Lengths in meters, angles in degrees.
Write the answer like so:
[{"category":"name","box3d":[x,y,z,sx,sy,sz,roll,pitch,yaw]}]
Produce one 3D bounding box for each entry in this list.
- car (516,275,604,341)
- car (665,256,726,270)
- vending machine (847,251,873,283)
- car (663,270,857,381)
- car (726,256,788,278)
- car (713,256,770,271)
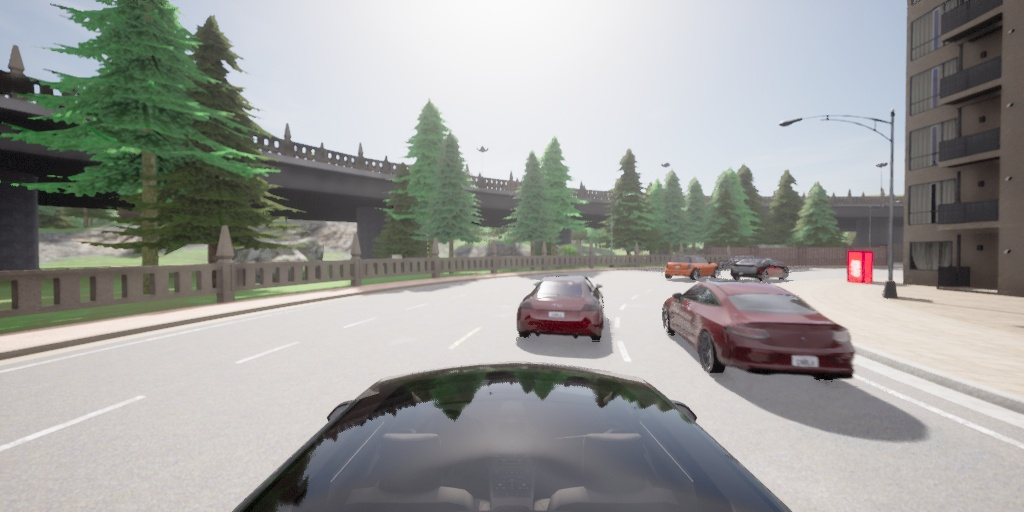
[{"category":"car","box3d":[1.457,1.203,9.664,1.994,1.385,4.181,0,1,14]},{"category":"car","box3d":[13.195,0.760,26.107,4.553,1.767,2.097,-1,1,-36]},{"category":"vending machine","box3d":[20.541,0.672,21.184,0.880,2.100,1.100,0,0,-26]},{"category":"car","box3d":[4.343,1.200,7.046,1.812,1.442,4.674,0,1,11]},{"category":"car","box3d":[16.892,0.923,24.427,4.902,1.511,2.128,0,1,-31]},{"category":"car","box3d":[24.296,0.733,37.994,4.902,1.511,2.128,0,1,-9]}]
